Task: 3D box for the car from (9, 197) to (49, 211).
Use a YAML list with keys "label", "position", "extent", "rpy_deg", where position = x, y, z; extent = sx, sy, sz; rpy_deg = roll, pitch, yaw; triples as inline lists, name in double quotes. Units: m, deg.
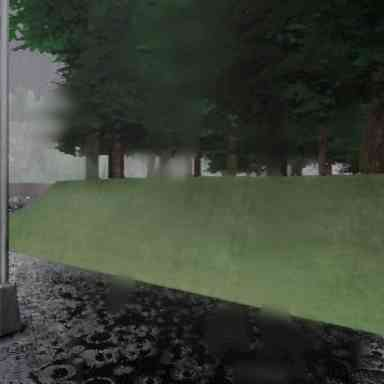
- label: "car"
  position: [-17.935, 1.232, 35.836]
  extent: [2.128, 1.511, 4.902]
  rpy_deg: [1, 0, 36]
